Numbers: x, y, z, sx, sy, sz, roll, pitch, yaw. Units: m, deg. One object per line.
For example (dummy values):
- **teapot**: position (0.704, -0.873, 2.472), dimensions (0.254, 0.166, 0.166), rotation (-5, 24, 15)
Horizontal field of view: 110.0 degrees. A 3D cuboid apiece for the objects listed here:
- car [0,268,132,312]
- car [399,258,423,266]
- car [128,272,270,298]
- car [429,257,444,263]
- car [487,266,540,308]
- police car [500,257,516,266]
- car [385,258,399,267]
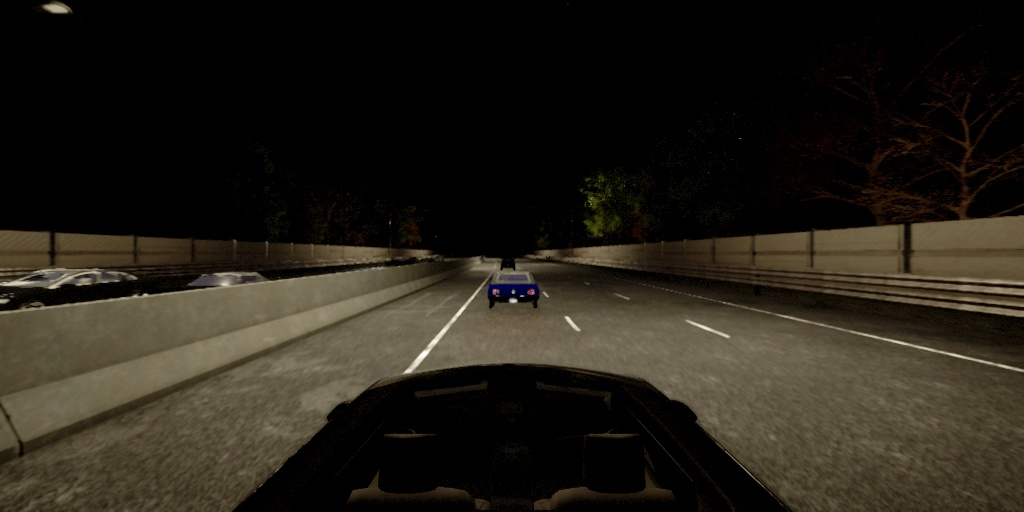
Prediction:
- **car**: position (-14.136, 1.189, 11.380), dimensions (2.128, 1.511, 4.902), rotation (0, 0, 0)
- **car**: position (-14.843, 0.981, 54.034), dimensions (2.033, 1.411, 5.357), rotation (0, 0, -1)
- **car**: position (-10.647, 1.286, 13.245), dimensions (1.895, 1.301, 4.718), rotation (0, 0, 0)
- **car**: position (-11.377, 0.922, 54.657), dimensions (2.128, 1.511, 4.902), rotation (0, 0, -1)
- **car**: position (0.039, 1.272, 14.727), dimensions (1.895, 1.301, 4.718), rotation (0, 0, 0)
- **police car**: position (-0.512, 0.903, 46.584), dimensions (1.930, 1.638, 5.238), rotation (0, 0, -1)
- **car**: position (-18.409, 1.019, 56.485), dimensions (1.895, 1.301, 4.718), rotation (0, 0, -1)
